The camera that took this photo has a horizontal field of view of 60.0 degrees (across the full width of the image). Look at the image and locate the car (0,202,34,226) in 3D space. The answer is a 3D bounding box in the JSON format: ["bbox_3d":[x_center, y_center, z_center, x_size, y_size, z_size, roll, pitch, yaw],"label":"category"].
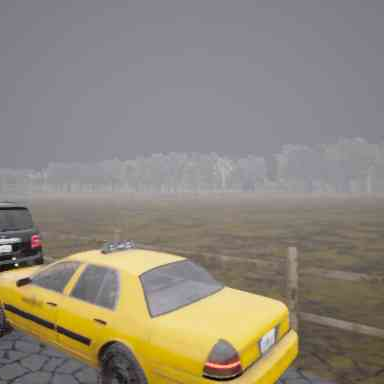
[{"bbox_3d":[-5.988,1.256,8.384,5.566,2.045,2.150,0,-1,36],"label":"car"}]

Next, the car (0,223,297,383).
[{"bbox_3d":[-1.288,1.487,4.917,5.366,1.575,1.801,0,-1,36],"label":"car"}]
